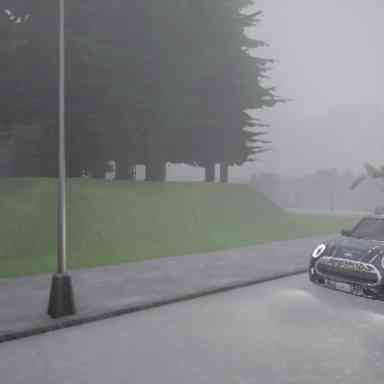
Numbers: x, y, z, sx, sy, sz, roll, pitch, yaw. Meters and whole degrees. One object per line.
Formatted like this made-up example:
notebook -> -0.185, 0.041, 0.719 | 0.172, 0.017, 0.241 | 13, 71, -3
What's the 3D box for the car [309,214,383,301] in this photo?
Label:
car -> 4.920, 1.346, 8.121 | 4.553, 1.767, 2.097 | 0, 0, -36
